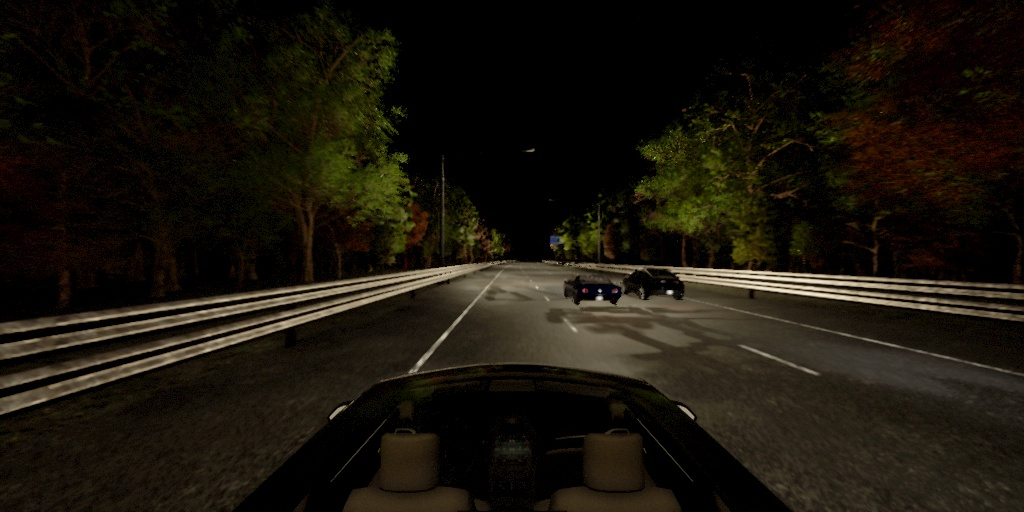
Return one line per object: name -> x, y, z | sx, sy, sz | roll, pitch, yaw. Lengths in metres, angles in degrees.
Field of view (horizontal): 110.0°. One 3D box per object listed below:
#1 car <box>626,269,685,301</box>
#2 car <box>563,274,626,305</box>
car -> 7.104, 1.405, 18.552 | 1.837, 1.490, 4.892 | 0, -1, 0
car -> 3.604, 1.487, 16.989 | 1.895, 1.301, 4.718 | 0, -1, 0
